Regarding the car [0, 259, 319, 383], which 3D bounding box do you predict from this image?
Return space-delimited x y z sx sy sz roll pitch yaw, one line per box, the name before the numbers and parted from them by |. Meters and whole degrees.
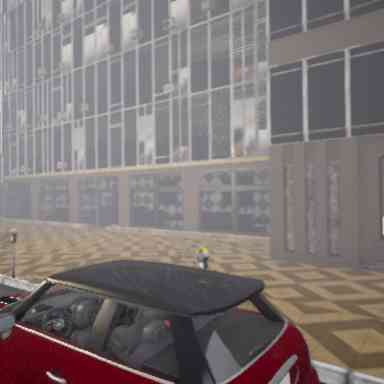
car | -0.924 1.469 3.533 4.097 1.590 1.967 -1 -1 35
